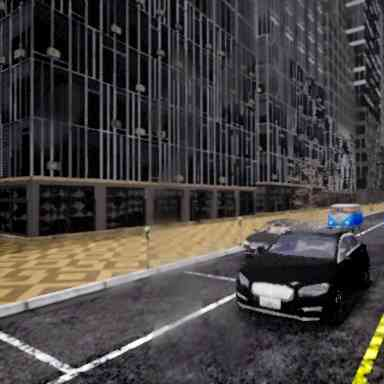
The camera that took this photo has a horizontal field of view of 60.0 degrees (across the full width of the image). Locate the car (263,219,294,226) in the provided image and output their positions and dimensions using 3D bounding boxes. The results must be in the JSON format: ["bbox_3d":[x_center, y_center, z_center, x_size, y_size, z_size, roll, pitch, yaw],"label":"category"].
[{"bbox_3d":[3.609,1.785,13.249,2.008,1.369,4.403,-1,-1,36],"label":"car"}]

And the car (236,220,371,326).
[{"bbox_3d":[2.753,1.626,7.568,2.128,1.511,4.902,-1,-1,36],"label":"car"}]

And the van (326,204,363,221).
[{"bbox_3d":[10.367,1.704,22.414,1.690,1.788,3.998,-1,-1,36],"label":"van"}]
